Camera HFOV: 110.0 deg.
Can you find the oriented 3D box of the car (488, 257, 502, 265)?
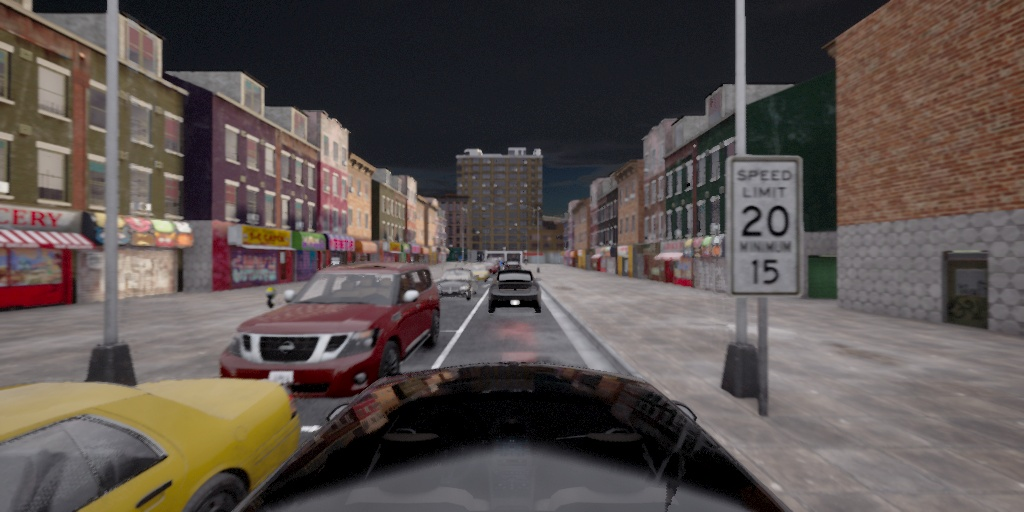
[{"bbox_3d":[-2.647,1.233,44.723,1.967,1.591,4.097,0,0,0],"label":"car"}]

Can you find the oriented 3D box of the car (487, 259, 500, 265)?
[{"bbox_3d":[-2.645,1.332,39.279,1.888,1.381,4.507,0,0,0],"label":"car"}]

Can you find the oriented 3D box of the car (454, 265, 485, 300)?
[{"bbox_3d":[-2.641,1.310,17.503,2.007,1.370,4.403,0,0,0],"label":"car"}]

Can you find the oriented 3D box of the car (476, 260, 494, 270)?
[{"bbox_3d":[-2.643,1.297,28.220,1.751,1.417,4.829,0,0,0],"label":"car"}]

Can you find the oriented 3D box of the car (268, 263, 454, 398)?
[{"bbox_3d":[-2.638,1.067,6.615,2.192,1.841,5.009,0,0,0],"label":"car"}]

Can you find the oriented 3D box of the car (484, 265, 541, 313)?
[{"bbox_3d":[0.097,1.261,14.080,1.837,1.490,4.892,0,0,0],"label":"car"}]

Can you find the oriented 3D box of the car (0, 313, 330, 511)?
[{"bbox_3d":[-2.637,1.276,1.002,1.751,1.417,4.829,0,0,0],"label":"car"}]

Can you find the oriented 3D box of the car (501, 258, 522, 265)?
[{"bbox_3d":[0.090,1.265,40.096,1.882,1.535,5.008,0,0,0],"label":"car"}]
